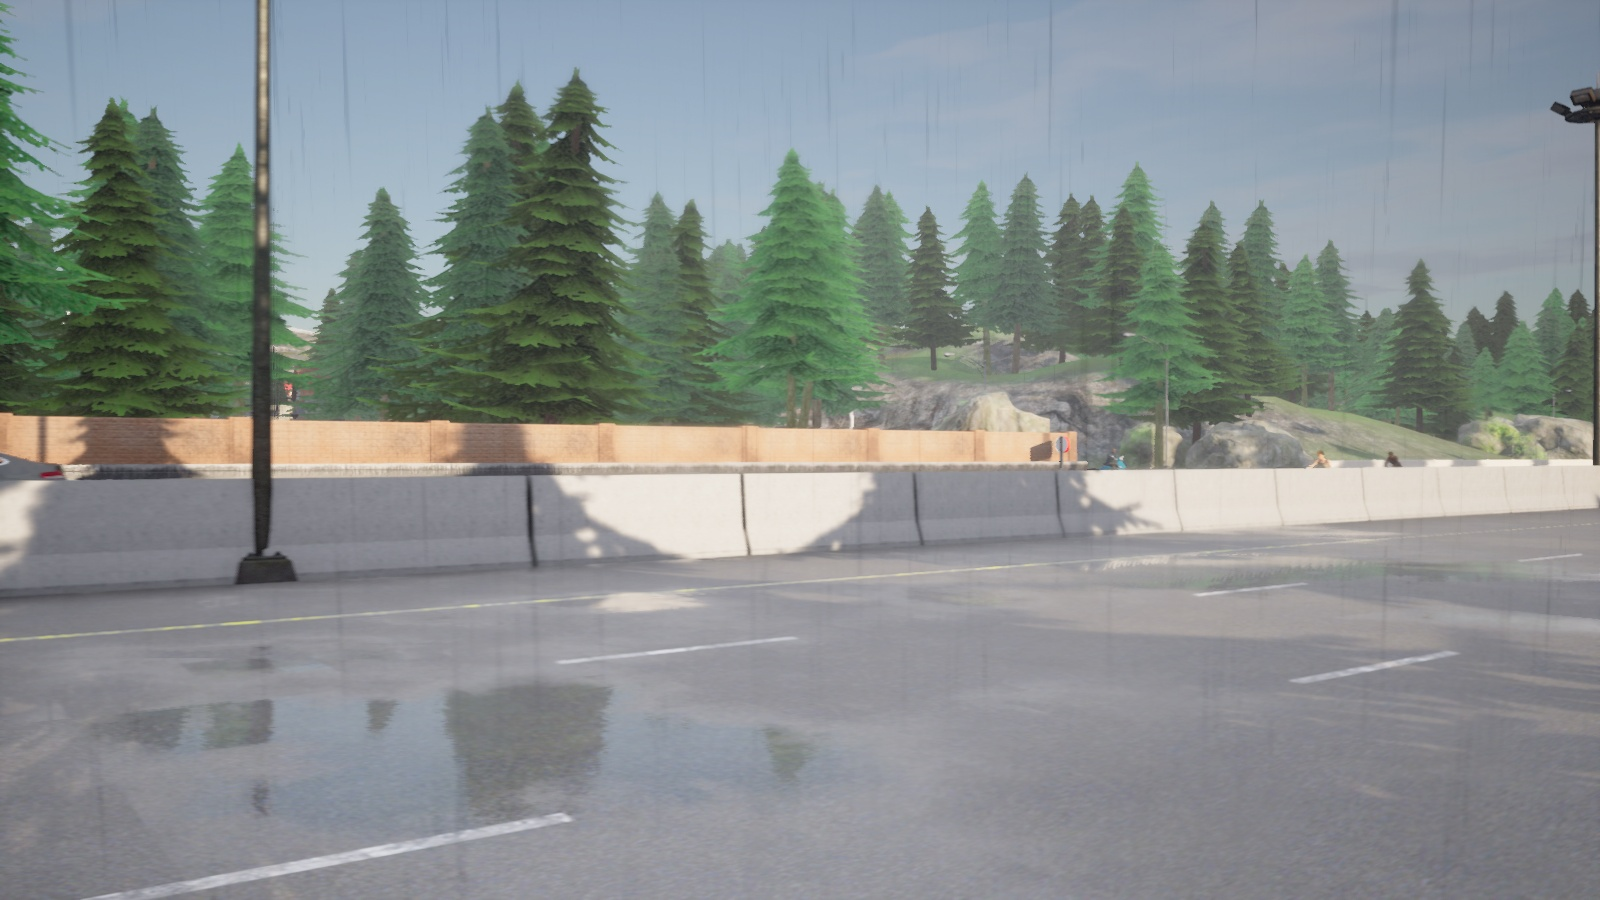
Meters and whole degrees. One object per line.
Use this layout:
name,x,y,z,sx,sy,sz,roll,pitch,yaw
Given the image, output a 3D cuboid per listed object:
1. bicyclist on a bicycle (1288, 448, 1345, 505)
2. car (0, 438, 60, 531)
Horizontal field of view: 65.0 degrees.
bicyclist on a bicycle,14.960,0.744,36.361,1.509,1.612,0.866,0,0,-36
car,-16.131,0.619,22.266,5.027,1.651,2.152,0,0,-35
